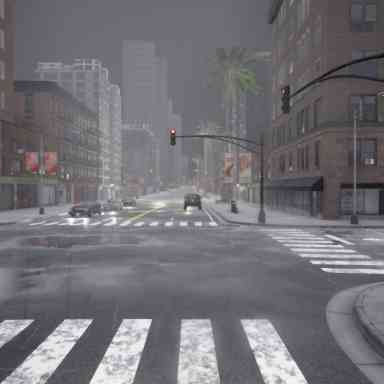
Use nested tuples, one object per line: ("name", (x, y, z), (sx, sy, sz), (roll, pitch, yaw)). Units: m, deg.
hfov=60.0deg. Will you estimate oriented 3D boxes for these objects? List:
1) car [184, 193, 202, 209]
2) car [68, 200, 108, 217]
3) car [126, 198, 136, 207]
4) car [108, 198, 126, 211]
("car", (0.086, 1.209, 44.328), (2.150, 2.045, 5.566), (0, 0, 0))
("car", (-9.857, 1.540, 31.448), (2.033, 1.411, 5.357), (0, 0, 0))
("car", (-9.846, 1.543, 51.206), (1.994, 1.385, 4.181), (0, 0, 1))
("car", (-9.859, 1.589, 41.135), (1.895, 1.301, 4.718), (0, 0, 0))
